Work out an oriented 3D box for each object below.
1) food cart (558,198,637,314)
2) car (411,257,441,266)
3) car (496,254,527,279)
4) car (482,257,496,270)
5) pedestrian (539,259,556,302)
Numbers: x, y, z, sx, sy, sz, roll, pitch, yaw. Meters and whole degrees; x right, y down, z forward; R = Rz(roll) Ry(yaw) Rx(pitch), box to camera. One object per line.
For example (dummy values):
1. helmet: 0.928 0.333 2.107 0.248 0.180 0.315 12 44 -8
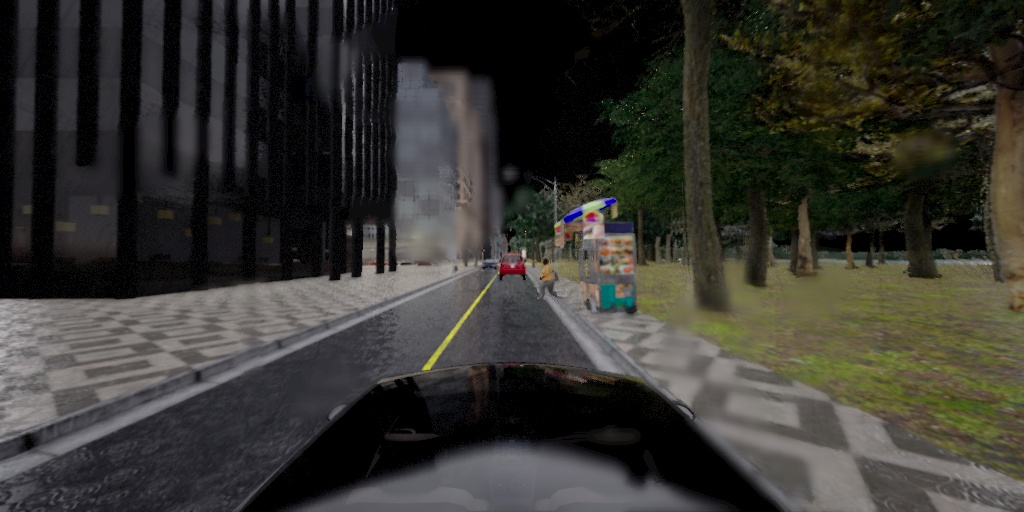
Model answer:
1. food cart: 3.131 0.163 12.446 2.280 3.560 4.660 0 0 0
2. car: -13.567 0.909 57.819 4.097 1.591 1.967 0 0 -1
3. car: 0.062 0.856 30.357 2.150 2.045 5.566 0 0 0
4. car: -3.025 1.126 49.098 2.033 1.411 5.357 0 0 0
5. pedestrian: 1.483 0.981 15.143 0.375 1.860 0.375 2 -2 -10
